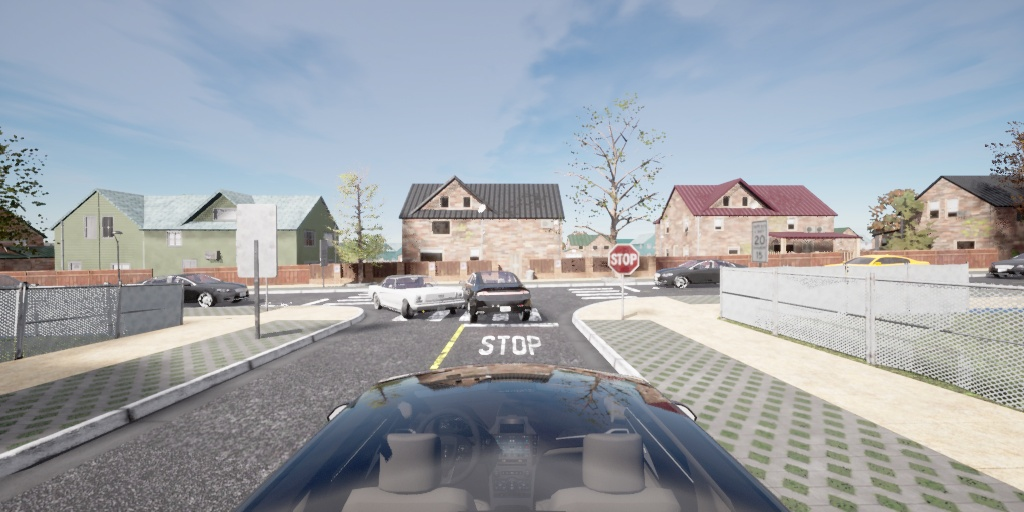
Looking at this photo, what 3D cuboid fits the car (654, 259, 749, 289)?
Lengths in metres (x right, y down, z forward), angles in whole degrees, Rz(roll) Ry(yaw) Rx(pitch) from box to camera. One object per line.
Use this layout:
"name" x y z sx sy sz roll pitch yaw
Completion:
"car" 10.328 0.926 19.619 4.902 1.511 2.128 -1 1 0

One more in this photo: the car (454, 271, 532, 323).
"car" -0.687 1.243 12.210 2.128 1.511 4.902 0 0 -12

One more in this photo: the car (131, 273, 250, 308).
"car" -14.904 1.566 16.563 4.902 1.511 2.128 -1 1 0

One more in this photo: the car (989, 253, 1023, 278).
"car" 29.383 0.478 19.694 4.902 1.511 2.128 -1 1 0

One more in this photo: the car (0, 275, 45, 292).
"car" -24.242 1.648 16.522 4.553 1.767 2.097 -1 1 0

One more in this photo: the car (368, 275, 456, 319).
"car" -3.604 1.368 13.069 1.895 1.301 4.718 0 0 -38

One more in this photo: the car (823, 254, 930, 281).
"car" 19.759 0.690 19.657 5.008 1.535 1.882 -1 1 -1
